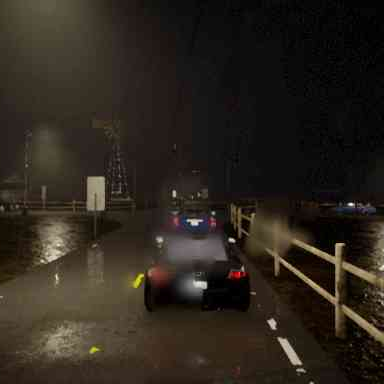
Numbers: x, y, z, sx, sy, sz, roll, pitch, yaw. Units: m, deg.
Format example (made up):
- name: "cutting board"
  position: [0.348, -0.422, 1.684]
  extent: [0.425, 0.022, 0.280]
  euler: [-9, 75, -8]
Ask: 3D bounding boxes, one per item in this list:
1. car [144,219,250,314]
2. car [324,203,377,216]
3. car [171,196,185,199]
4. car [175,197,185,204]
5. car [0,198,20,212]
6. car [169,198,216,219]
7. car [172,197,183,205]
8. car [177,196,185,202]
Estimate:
- name: "car"
  position: [0.104, 1.571, 7.714]
  extent: [1.994, 1.385, 4.181]
  euler: [0, 0, 0]
- name: "car"
  position: [17.879, 1.939, 37.640]
  extent: [5.357, 1.411, 2.033]
  euler: [1, -2, 0]
- name: "car"
  position: [-2.795, 1.663, 55.433]
  extent: [2.128, 1.511, 4.902]
  euler: [0, 0, 0]
- name: "car"
  position: [-2.685, 1.855, 75.188]
  extent: [1.994, 1.385, 4.181]
  euler: [0, 0, 0]
- name: "car"
  position: [-20.280, 1.281, 34.042]
  extent: [4.892, 1.490, 1.837]
  euler: [1, -2, 0]
- name: "car"
  position: [0.109, 1.375, 16.357]
  extent: [2.097, 1.767, 4.553]
  euler: [0, 0, 0]
- name: "car"
  position: [-2.736, 1.710, 65.237]
  extent: [1.882, 1.535, 5.008]
  euler: [0, 0, 1]
- name: "car"
  position: [-2.673, 1.856, 85.317]
  extent: [1.882, 1.535, 5.008]
  euler: [0, 0, 0]
